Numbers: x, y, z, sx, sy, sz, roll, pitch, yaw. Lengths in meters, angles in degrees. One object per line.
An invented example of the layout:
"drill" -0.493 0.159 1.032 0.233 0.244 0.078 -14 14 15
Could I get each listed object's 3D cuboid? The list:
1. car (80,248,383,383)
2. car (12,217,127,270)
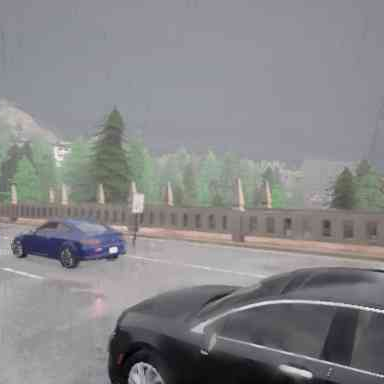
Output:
"car" 1.288 1.503 3.073 4.892 1.490 1.837 0 0 35
"car" -4.226 1.588 11.301 4.674 1.442 1.812 0 0 35
